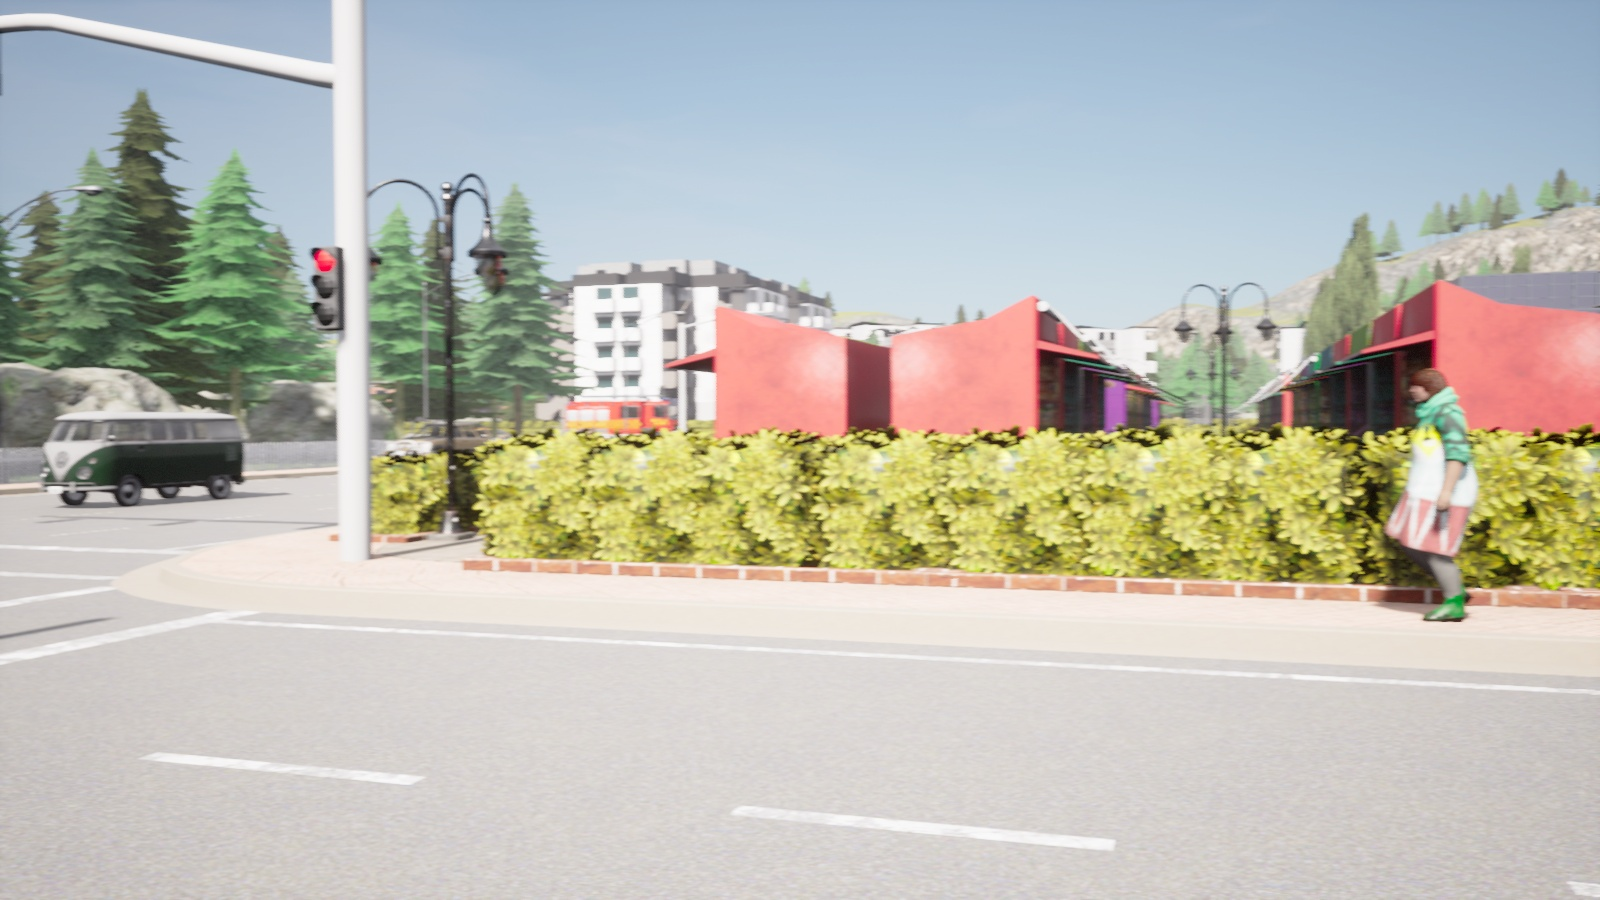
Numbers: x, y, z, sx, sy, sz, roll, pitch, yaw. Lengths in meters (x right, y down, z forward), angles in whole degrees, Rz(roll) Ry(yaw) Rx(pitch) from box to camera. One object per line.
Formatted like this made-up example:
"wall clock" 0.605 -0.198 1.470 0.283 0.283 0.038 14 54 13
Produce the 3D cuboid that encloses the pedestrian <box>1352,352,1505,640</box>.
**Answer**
"pedestrian" 4.458 0.303 8.963 0.873 1.952 0.659 1 1 19

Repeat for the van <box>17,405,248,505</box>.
"van" -14.381 0.038 27.379 1.775 1.987 4.442 0 2 18

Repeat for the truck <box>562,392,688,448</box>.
"truck" -12.398 -2.141 89.148 8.468 3.827 2.891 1 1 19

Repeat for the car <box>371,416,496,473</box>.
"car" -12.745 -0.233 44.001 1.932 1.855 4.605 0 1 18
